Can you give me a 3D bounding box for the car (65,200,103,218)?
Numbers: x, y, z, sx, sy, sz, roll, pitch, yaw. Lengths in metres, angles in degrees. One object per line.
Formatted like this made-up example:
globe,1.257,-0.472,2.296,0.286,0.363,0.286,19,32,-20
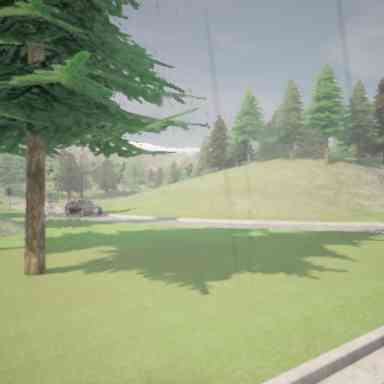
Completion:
car,-10.100,1.537,30.919,2.128,1.511,4.902,0,0,-44
